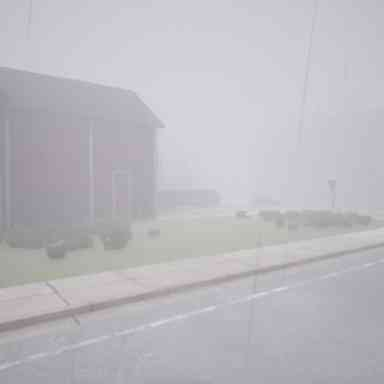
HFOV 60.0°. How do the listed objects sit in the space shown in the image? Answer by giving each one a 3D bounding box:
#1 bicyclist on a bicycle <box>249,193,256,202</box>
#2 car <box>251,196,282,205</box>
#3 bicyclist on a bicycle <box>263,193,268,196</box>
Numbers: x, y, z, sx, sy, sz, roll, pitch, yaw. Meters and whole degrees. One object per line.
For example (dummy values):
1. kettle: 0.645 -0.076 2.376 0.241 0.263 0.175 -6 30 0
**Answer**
1. bicyclist on a bicycle: 10.466 0.931 56.962 1.656 1.620 0.582 -1 0 -10
2. car: 9.267 1.145 41.728 1.895 1.301 4.718 -1 0 -18
3. bicyclist on a bicycle: 12.502 0.905 56.953 1.656 1.620 0.582 -1 0 -11
